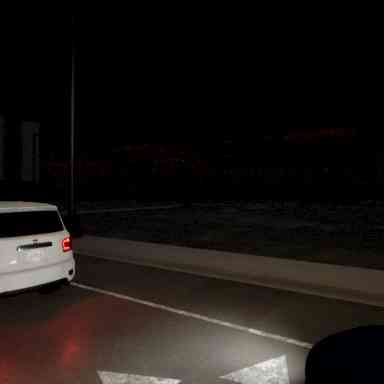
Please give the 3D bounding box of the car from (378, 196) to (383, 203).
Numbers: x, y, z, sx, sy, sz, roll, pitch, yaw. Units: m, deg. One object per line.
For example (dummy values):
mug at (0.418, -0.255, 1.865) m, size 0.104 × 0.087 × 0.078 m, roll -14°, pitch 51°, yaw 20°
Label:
car at (39.934, 1.527, 67.893) m, size 2.038 × 1.542 × 4.974 m, roll 1°, pitch 1°, yaw 6°

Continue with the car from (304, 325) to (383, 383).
car at (3.020, 1.516, 1.833) m, size 4.674 × 1.442 × 1.812 m, roll 0°, pitch 0°, yaw 35°

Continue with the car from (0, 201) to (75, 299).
car at (-5.017, 1.219, 7.565) m, size 5.566 × 2.045 × 2.150 m, roll 0°, pitch 0°, yaw 35°

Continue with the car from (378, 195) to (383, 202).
car at (39.940, 1.369, 67.943) m, size 1.853 × 1.218 × 4.536 m, roll 1°, pitch 1°, yaw 6°
